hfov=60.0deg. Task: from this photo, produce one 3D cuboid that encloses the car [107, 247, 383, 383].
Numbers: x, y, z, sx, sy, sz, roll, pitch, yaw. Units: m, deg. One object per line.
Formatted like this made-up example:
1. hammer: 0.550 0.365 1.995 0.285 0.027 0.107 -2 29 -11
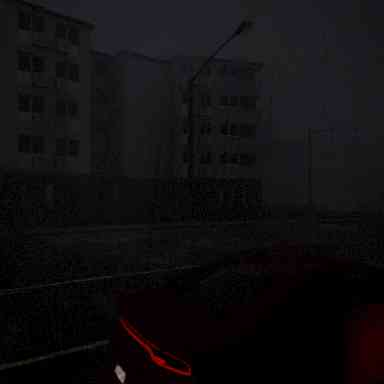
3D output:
1. car: 1.493 1.477 4.276 5.008 1.535 1.882 0 0 -30
